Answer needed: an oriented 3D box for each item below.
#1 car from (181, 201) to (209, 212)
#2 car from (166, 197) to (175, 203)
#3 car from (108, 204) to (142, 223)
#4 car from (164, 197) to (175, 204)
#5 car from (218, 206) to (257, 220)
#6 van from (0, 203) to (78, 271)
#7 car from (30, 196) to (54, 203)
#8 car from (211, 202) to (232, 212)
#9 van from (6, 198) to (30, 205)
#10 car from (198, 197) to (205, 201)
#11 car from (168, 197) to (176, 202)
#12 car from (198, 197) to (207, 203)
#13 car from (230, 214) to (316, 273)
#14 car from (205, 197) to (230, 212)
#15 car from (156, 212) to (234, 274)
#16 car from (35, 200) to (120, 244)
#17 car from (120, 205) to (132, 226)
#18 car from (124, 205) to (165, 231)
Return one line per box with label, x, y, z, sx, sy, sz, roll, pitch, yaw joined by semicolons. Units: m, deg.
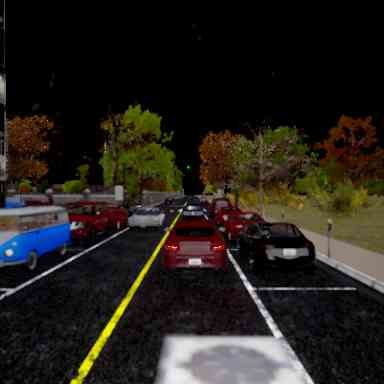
car;0.087;1.689;27.330;2.033;1.411;5.357;0;0;0
car;-5.341;2.003;82.338;1.947;1.339;4.313;-1;0;0
car;-5.402;1.708;27.360;1.947;1.339;4.313;-1;0;0
car;-5.342;1.972;76.651;1.947;1.339;4.313;-1;0;0
car;2.552;1.628;16.306;1.887;1.381;4.507;-1;0;0
van;-5.329;1.396;10.723;1.690;1.788;3.998;-1;0;0
car;-25.685;1.603;55.618;5.009;1.841;2.192;0;1;-1
car;2.566;1.664;23.065;1.887;1.381;4.507;-1;0;0
van;-25.833;1.691;47.444;3.998;1.788;1.690;0;1;-1
car;2.595;1.830;73.637;1.967;1.590;4.097;-1;0;0
car;-5.342;2.034;88.026;1.947;1.339;4.313;-1;0;0
car;2.539;1.981;82.336;1.887;1.381;4.507;-1;0;0
car;2.554;1.620;10.765;1.947;1.339;4.313;-1;0;0
car;2.676;1.480;31.703;2.192;1.841;5.009;-1;0;0
car;0.083;1.579;10.575;1.812;1.442;4.674;0;0;0
car;-5.331;1.399;16.270;2.192;1.841;5.009;-1;0;0
car;-5.329;1.657;21.817;1.887;1.381;4.507;-1;0;0
car;-2.851;1.712;21.605;1.895;1.301;4.718;0;0;0
